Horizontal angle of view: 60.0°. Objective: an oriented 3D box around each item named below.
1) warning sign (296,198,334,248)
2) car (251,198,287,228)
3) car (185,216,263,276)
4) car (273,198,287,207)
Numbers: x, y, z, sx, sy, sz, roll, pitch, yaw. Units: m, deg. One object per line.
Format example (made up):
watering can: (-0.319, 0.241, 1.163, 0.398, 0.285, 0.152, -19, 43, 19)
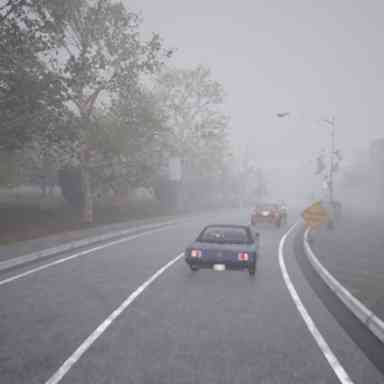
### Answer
warning sign: (5.358, 1.312, 14.595, 1.300, 1.860, 1.060, 7, 7, 16)
car: (5.834, 1.553, 24.799, 2.097, 1.767, 4.553, 2, 0, 22)
car: (1.202, 1.669, 10.724, 1.895, 1.301, 4.718, 1, 0, 13)
car: (16.323, 1.907, 61.423, 2.128, 1.511, 4.902, 2, 0, 20)
